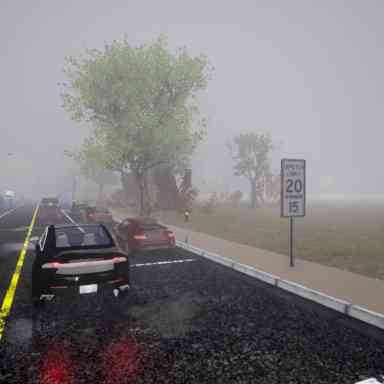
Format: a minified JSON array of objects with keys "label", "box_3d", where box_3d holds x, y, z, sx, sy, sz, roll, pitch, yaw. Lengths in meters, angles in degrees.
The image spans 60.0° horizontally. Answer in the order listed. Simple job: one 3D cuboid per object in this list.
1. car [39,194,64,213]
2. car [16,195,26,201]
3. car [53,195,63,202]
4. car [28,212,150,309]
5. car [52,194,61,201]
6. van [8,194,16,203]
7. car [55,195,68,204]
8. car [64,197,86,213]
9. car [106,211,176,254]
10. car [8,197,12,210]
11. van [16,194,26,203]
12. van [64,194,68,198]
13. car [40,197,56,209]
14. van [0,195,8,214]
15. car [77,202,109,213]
[{"label":"car","box_3d":[-15.404,1.331,36.131,2.097,1.767,4.553,0,0,-24]},{"label":"car","box_3d":[-41.070,1.511,80.022,1.887,1.381,4.507,-1,0,-24]},{"label":"car","box_3d":[-31.642,1.517,78.280,1.947,1.339,4.313,-1,0,-24]},{"label":"car","box_3d":[-2.817,1.486,8.058,2.128,1.511,4.902,0,0,-24]},{"label":"car","box_3d":[-33.919,1.389,83.331,1.967,1.590,4.097,-1,0,-24]},{"label":"van","box_3d":[-25.124,1.327,44.611,1.690,1.788,3.998,-1,0,-24]},{"label":"car","box_3d":[-24.816,1.401,63.121,1.967,1.590,4.097,-1,0,-24]},{"label":"car","box_3d":[-11.161,1.527,32.808,2.008,1.369,4.403,-1,0,-24]},{"label":"car","box_3d":[-1.940,1.569,12.650,1.802,1.307,4.206,-1,0,-24]},{"label":"car","box_3d":[-22.842,1.570,39.554,1.802,1.307,4.206,-1,0,-24]},{"label":"van","box_3d":[-36.515,1.313,69.904,1.690,1.788,3.998,-1,0,-24]},{"label":"van","box_3d":[-22.542,1.304,58.068,1.690,1.788,3.998,-1,0,-24]},{"label":"car","box_3d":[-19.669,1.452,45.472,1.882,1.535,5.008,0,0,-24]},{"label":"van","box_3d":[-20.567,1.332,34.495,1.690,1.788,3.998,-1,0,-24]},{"label":"car","box_3d":[-6.525,1.563,22.742,1.802,1.307,4.206,-1,0,-24]}]
